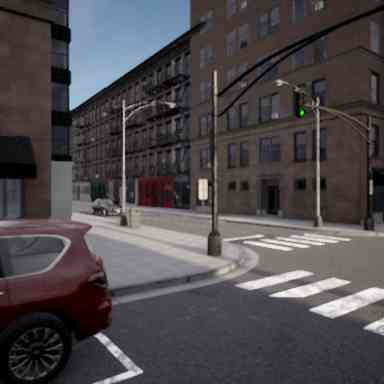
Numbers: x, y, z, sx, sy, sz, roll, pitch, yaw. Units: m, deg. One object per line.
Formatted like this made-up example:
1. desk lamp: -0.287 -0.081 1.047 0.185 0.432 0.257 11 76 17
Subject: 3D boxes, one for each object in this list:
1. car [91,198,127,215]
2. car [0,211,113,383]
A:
1. car: -7.454 1.349 29.419 1.837 1.490 4.892 0 0 -36
2. car: -3.408 1.317 3.757 5.009 1.841 2.192 0 0 -35
